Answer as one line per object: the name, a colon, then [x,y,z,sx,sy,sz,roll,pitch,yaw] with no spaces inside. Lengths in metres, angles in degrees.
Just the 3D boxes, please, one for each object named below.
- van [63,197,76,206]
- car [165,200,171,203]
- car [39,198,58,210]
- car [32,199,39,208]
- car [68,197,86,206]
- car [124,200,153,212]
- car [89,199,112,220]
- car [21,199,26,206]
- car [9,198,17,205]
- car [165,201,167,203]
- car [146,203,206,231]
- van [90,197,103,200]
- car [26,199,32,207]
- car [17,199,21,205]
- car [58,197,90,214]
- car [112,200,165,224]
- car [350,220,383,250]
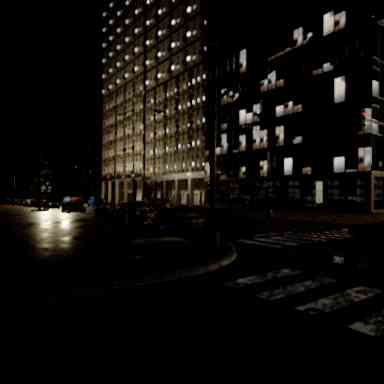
van: [-26.537,1.965,71.743,1.690,1.788,3.998,0,-1,-35]
car: [-3.764,1.685,39.121,1.967,1.590,4.097,0,-1,-35]
car: [-20.395,1.872,48.304,2.008,1.369,4.403,0,-1,-35]
car: [-23.648,1.942,52.964,1.947,1.339,4.313,0,-1,-35]
car: [-23.284,1.885,67.083,2.192,1.841,5.009,0,-1,-35]
car: [-7.113,1.826,43.920,1.752,1.417,4.829,0,-1,-35]
car: [-7.284,1.629,29.525,1.752,1.417,4.829,0,-1,-35]
car: [-30.155,2.035,62.284,2.008,1.369,4.403,0,-1,-35]
car: [-39.915,2.197,76.265,2.008,1.369,4.403,0,-1,-35]
car: [-4.773,1.674,30.640,2.033,1.411,5.357,1,-1,-35]
car: [-0.875,1.579,20.344,1.802,1.307,4.206,0,-1,-35]
van: [-16.777,1.803,57.763,1.690,1.788,3.998,0,-1,-35]
car: [-26.901,1.975,57.625,1.887,1.381,4.507,0,-1,-35]
car: [-33.408,2.120,66.945,1.802,1.307,4.206,0,-1,-35]
car: [-13.889,1.654,38.985,1.967,1.590,4.097,0,-1,-35]
car: [-4.129,1.492,25.005,1.967,1.590,4.097,0,-1,-35]
car: [8.350,1.496,11.821,1.895,1.301,4.718,-1,0,-35]
